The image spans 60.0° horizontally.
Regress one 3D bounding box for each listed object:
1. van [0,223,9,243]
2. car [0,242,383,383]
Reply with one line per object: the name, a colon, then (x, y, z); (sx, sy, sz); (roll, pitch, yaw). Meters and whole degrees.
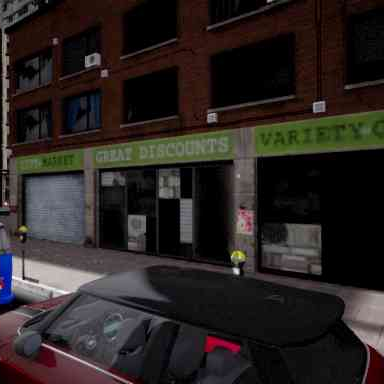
van: (-5.084, 1.343, 6.357); (3.998, 1.788, 1.690); (0, 0, 36)
car: (-0.453, 1.440, 3.050); (4.097, 1.590, 1.967); (0, 0, 36)
